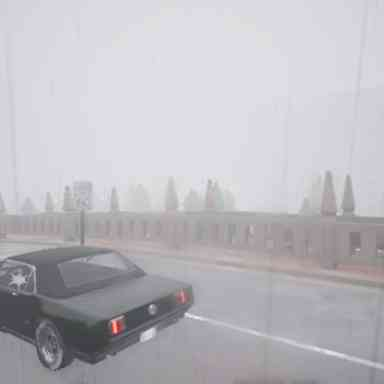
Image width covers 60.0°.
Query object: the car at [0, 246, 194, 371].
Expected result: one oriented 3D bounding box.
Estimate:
[{"bbox_3d":[-2.383,1.612,5.689,4.718,1.301,1.895,-1,0,35],"label":"car"}]
